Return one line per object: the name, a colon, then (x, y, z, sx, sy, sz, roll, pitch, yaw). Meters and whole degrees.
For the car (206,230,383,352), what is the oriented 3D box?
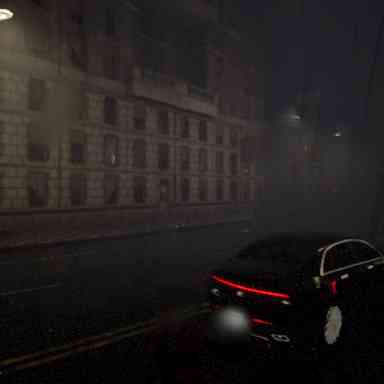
car: (2.406, 1.491, 6.267, 4.892, 1.490, 1.837, -1, 1, -42)
